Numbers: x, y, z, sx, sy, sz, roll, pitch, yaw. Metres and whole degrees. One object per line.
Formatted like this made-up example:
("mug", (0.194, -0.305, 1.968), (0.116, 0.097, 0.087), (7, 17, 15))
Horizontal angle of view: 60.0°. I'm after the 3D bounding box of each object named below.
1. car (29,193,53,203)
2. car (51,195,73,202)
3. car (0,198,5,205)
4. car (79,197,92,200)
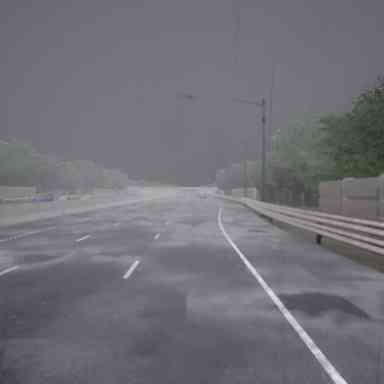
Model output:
("car", (-24.536, 1.209, 54.687), (2.150, 2.045, 5.566), (0, 0, 1))
("car", (-21.039, 1.514, 54.898), (1.812, 1.442, 4.674), (0, 0, 1))
("car", (-27.372, 1.491, 45.218), (1.837, 1.490, 4.892), (0, 0, -3))
("car", (-17.546, 1.514, 54.961), (1.812, 1.442, 4.674), (0, 0, 1))
